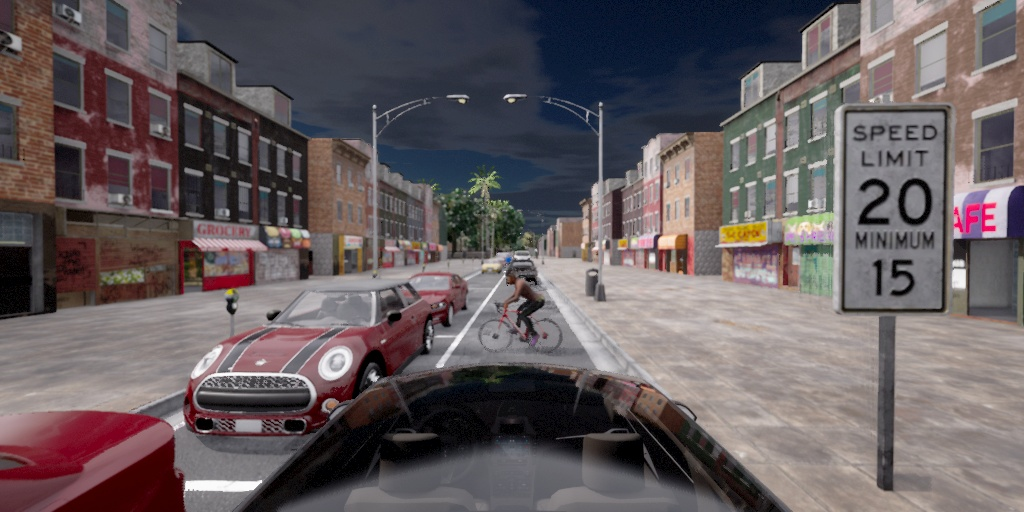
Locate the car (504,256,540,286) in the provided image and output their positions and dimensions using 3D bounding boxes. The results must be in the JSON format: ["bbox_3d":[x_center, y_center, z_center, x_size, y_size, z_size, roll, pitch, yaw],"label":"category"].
[{"bbox_3d":[0.654,0.975,22.550,1.837,1.490,4.892,0,1,2],"label":"car"}]

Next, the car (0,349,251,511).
[{"bbox_3d":[-2.720,1.316,0.104,1.888,1.381,4.507,0,0,2],"label":"car"}]

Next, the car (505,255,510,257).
[{"bbox_3d":[-1.474,0.784,43.793,1.802,1.307,4.207,0,0,2],"label":"car"}]

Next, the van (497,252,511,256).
[{"bbox_3d":[-1.318,0.480,49.255,1.690,1.789,3.998,0,0,2],"label":"van"}]

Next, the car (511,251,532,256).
[{"bbox_3d":[1.279,0.421,44.271,2.150,2.045,5.566,0,1,2],"label":"car"}]

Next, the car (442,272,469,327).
[{"bbox_3d":[-2.411,1.169,11.027,1.888,1.381,4.507,0,0,2],"label":"car"}]

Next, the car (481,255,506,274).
[{"bbox_3d":[-1.791,0.859,32.703,1.751,1.417,4.829,0,0,2],"label":"car"}]

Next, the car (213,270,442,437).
[{"bbox_3d":[-2.567,1.137,5.565,1.967,1.591,4.097,0,0,2],"label":"car"}]

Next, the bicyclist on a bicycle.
[{"bbox_3d":[0.165,1.112,7.034,1.656,1.620,0.582,0,1,2],"label":"bicyclist on a bicycle"}]
